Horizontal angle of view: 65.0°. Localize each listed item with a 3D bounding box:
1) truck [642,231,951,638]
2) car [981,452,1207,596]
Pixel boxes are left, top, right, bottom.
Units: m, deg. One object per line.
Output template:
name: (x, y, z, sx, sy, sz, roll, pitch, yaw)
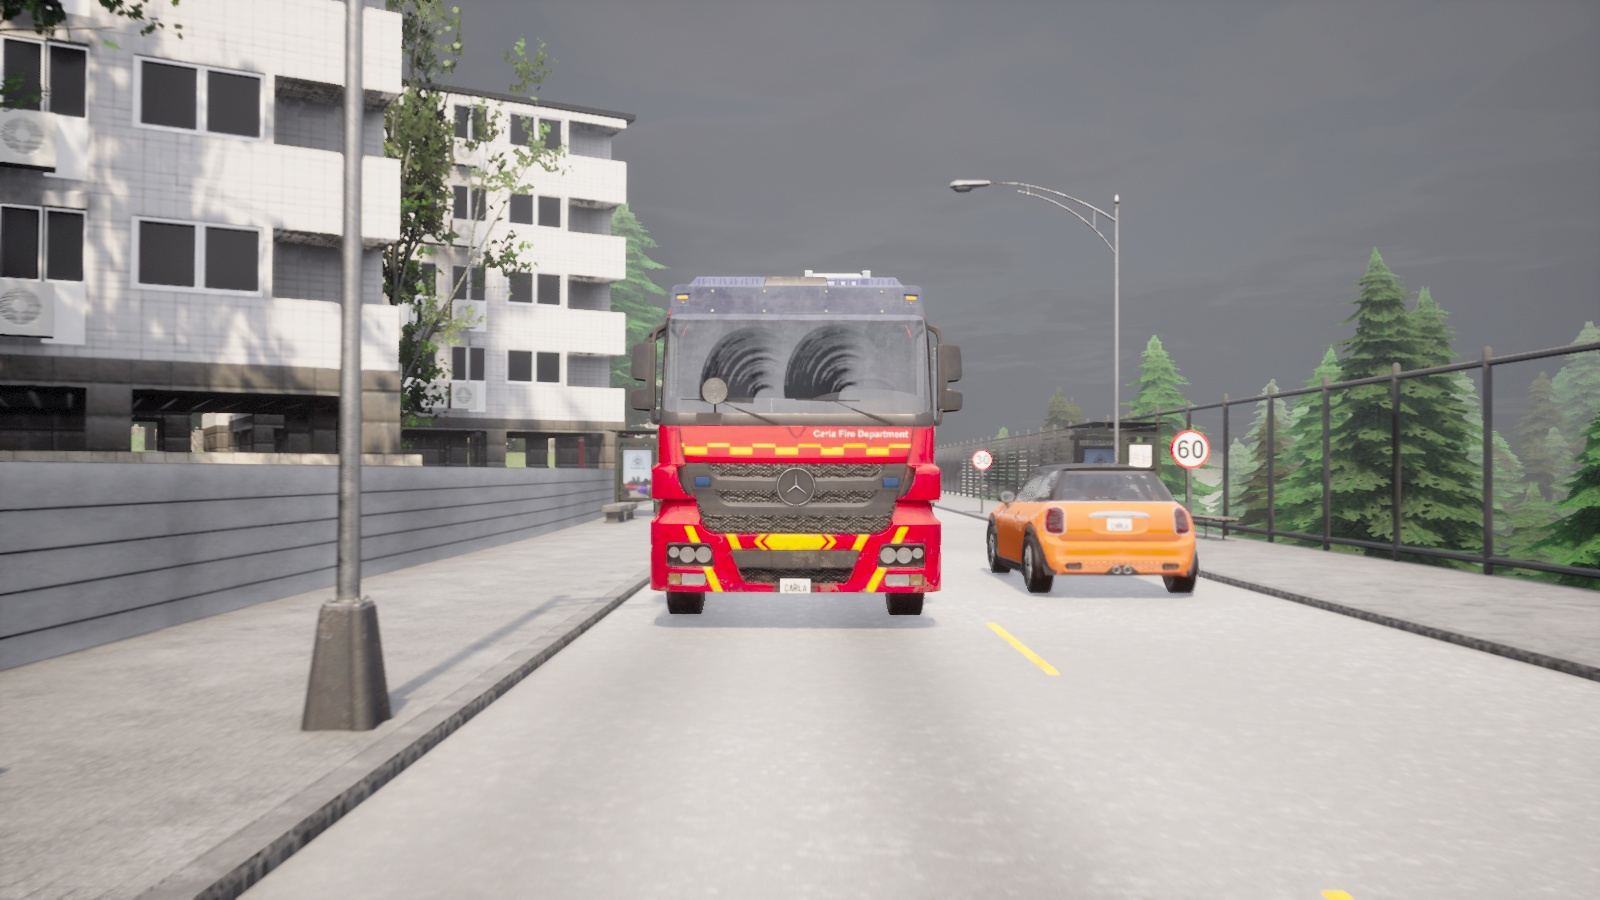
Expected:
truck: (-0.046, -0.081, 16.048, 2.891, 3.827, 8.468, 0, -1, 0)
car: (3.952, 0.955, 17.761, 2.097, 1.767, 4.553, 0, -1, 0)
